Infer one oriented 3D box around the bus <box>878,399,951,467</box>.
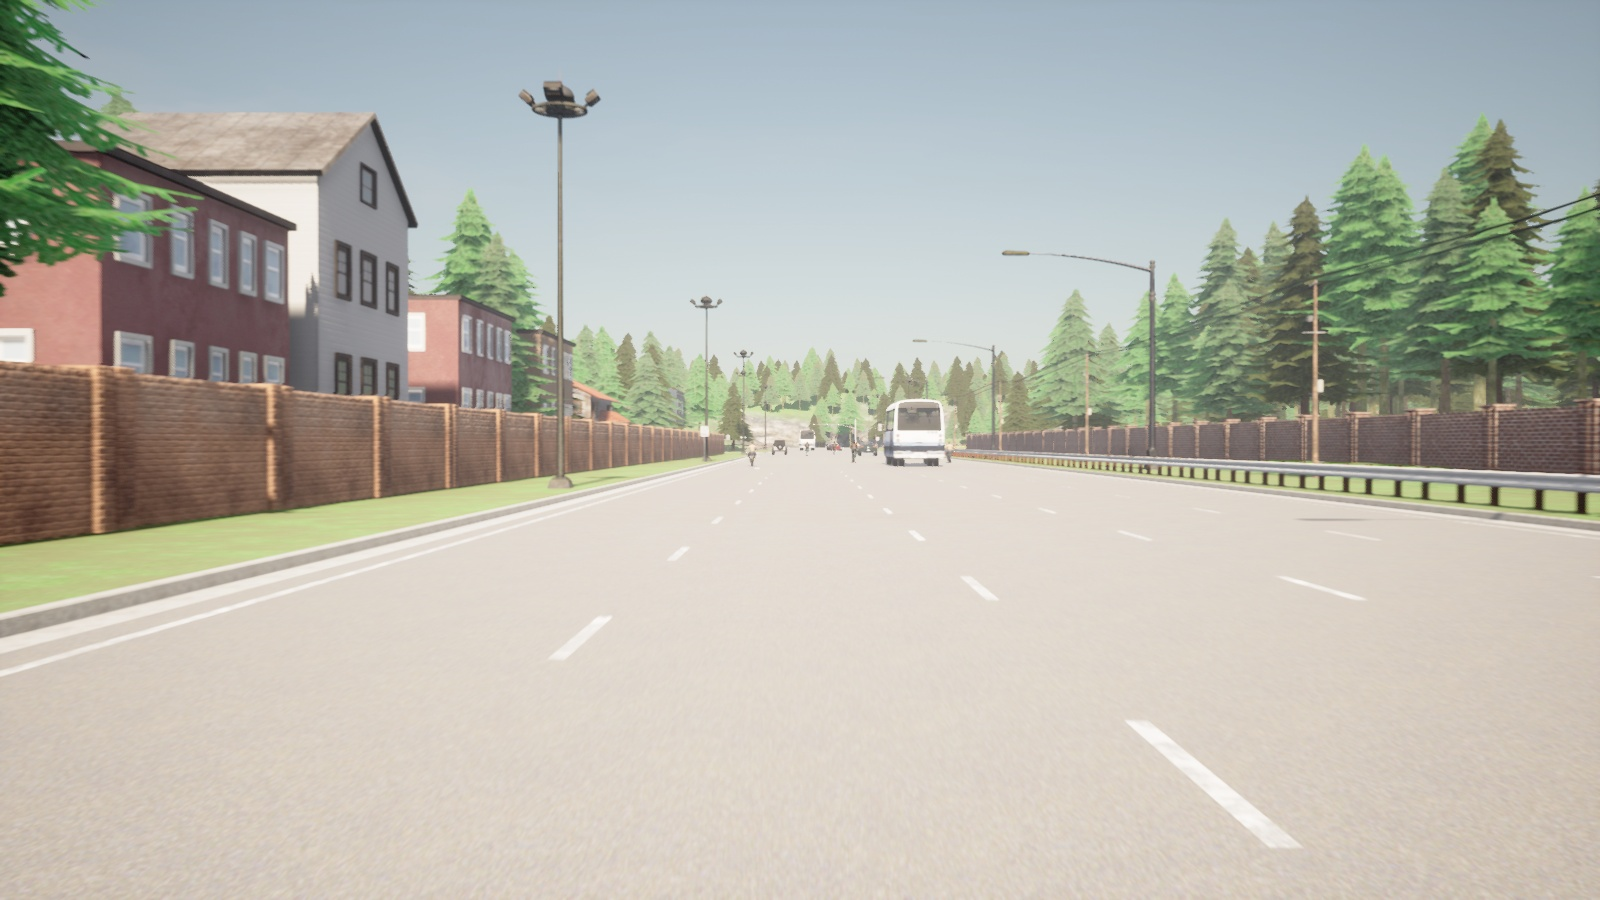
[{"bbox_3d":[7.492,-1.090,83.800,3.944,4.253,10.273,0,0,0],"label":"bus"}]
